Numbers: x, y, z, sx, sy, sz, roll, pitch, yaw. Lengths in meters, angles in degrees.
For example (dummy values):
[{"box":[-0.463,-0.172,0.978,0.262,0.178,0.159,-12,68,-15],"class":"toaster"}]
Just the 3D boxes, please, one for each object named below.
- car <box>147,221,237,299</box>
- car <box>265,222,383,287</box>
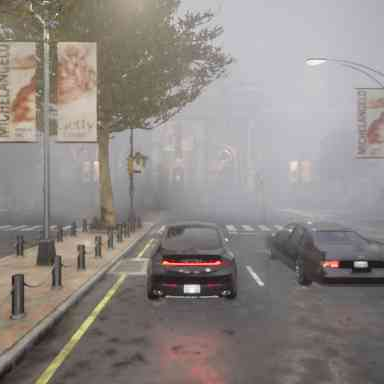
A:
[{"box":[-0.003,1.504,8.436,1.837,1.490,4.892,0,0,0],"class":"car"},{"box":[3.496,1.547,9.400,2.033,1.411,5.357,0,0,0],"class":"car"}]
